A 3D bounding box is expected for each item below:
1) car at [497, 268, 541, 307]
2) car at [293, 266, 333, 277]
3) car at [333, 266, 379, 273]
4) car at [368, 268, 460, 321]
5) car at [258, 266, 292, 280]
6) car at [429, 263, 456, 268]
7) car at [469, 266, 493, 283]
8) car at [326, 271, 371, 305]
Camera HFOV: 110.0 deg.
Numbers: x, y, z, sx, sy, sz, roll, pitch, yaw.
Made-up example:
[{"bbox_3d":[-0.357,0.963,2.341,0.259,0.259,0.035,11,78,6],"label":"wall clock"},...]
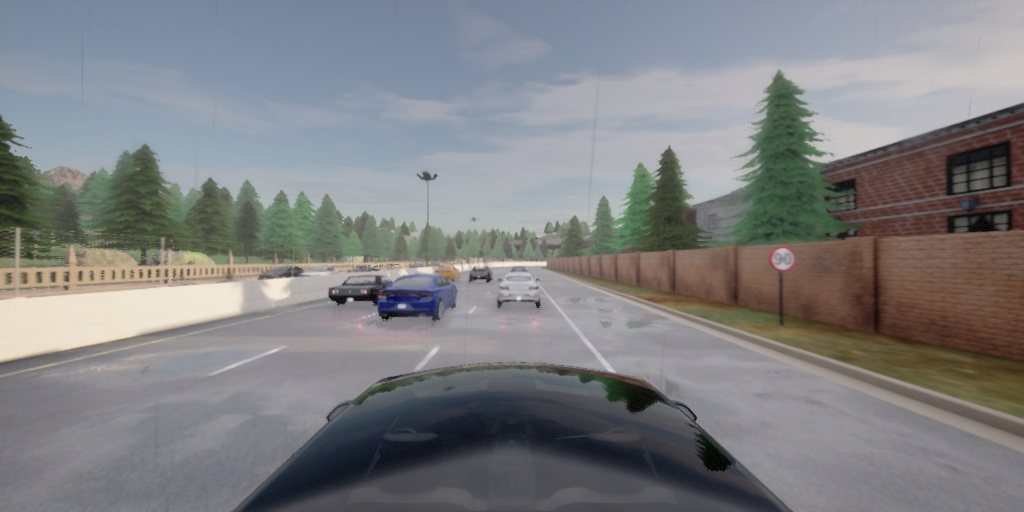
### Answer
[{"bbox_3d":[0.312,1.470,16.518,1.812,1.442,4.674,0,-1,1],"label":"car"},{"bbox_3d":[-17.091,1.665,32.017,1.812,1.442,4.674,0,-1,1],"label":"car"},{"bbox_3d":[-13.584,1.637,32.362,2.128,1.511,4.902,0,-1,1],"label":"car"},{"bbox_3d":[-3.245,1.377,13.229,1.882,1.535,5.008,0,0,1],"label":"car"},{"bbox_3d":[-20.583,1.648,32.421,1.837,1.490,4.892,0,-1,1],"label":"car"},{"bbox_3d":[-6.332,1.664,35.290,1.882,1.535,5.008,0,-1,1],"label":"car"},{"bbox_3d":[-2.862,1.658,33.673,2.128,1.511,4.902,0,-1,1],"label":"car"},{"bbox_3d":[-6.675,1.550,17.130,1.895,1.301,4.718,0,-1,1],"label":"car"}]
